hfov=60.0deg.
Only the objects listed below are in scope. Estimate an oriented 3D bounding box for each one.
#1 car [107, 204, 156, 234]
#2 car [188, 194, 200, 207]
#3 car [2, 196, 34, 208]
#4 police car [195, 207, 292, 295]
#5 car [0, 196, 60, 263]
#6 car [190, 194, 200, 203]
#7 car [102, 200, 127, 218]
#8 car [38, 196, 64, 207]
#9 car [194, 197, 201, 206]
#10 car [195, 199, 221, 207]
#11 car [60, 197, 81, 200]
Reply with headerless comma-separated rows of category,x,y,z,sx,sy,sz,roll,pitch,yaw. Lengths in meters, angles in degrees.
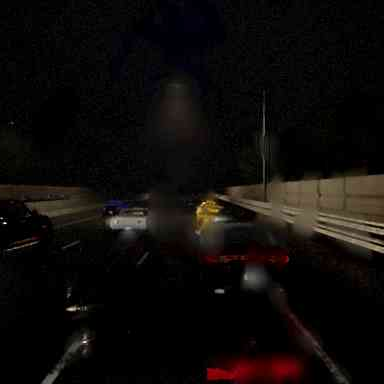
car,-3.221,1.576,19.215,1.895,1.301,4.718,0,0,1
car,0.429,1.316,45.869,2.128,1.511,4.902,0,0,1
car,-24.170,1.326,46.491,1.837,1.490,4.892,0,1,1
police car,1.137,1.420,8.882,1.930,1.638,5.238,0,0,1
car,-6.792,1.214,11.272,2.150,2.045,5.566,0,0,1
car,0.539,1.218,60.113,1.837,1.490,4.892,0,0,1
car,-6.631,1.460,29.533,1.812,1.442,4.674,0,0,1
car,-20.647,1.363,48.995,1.994,1.385,4.181,0,0,1
car,1.279,1.411,24.960,1.801,1.575,5.366,0,0,1
car,1.226,1.432,18.961,1.801,1.575,5.366,0,0,1
car,-17.156,1.370,48.154,1.994,1.385,4.181,0,0,1
